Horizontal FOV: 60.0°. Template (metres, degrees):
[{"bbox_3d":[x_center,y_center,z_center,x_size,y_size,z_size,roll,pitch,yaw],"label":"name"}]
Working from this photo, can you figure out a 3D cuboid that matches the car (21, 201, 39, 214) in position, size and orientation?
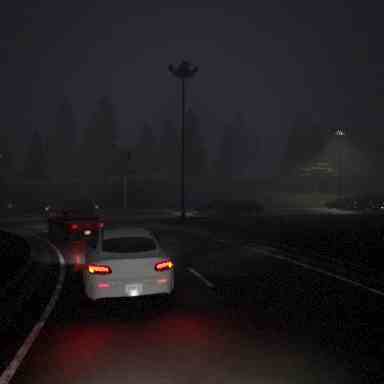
[{"bbox_3d":[-16.236,1.580,34.576,4.181,1.385,1.994,0,0,-14],"label":"car"}]

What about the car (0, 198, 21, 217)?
[{"bbox_3d":[-18.638,1.366,30.396,4.553,1.767,2.097,0,0,-14],"label":"car"}]

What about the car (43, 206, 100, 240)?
[{"bbox_3d":[-6.153,1.609,17.385,1.895,1.301,4.718,0,0,-35],"label":"car"}]

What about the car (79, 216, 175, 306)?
[{"bbox_3d":[-1.650,1.529,8.089,1.812,1.442,4.674,0,0,-16],"label":"car"}]

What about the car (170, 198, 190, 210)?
[{"bbox_3d":[-0.255,1.496,42.038,5.008,1.535,1.882,0,0,-14],"label":"car"}]

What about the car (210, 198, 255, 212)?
[{"bbox_3d":[4.827,1.495,39.666,5.008,1.535,1.882,0,0,-14],"label":"car"}]

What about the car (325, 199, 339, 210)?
[{"bbox_3d":[19.686,1.544,43.239,4.674,1.442,1.812,0,0,-14],"label":"car"}]

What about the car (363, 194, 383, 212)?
[{"bbox_3d":[22.365,1.236,36.700,5.566,2.045,2.150,0,0,-14],"label":"car"}]

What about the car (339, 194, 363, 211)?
[{"bbox_3d":[21.141,1.238,40.005,5.566,2.045,2.150,0,0,-14],"label":"car"}]

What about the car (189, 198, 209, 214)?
[{"bbox_3d":[2.573,1.521,35.520,4.892,1.490,1.837,0,0,-14],"label":"car"}]

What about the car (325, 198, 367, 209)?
[{"bbox_3d":[21.968,1.567,47.406,5.357,1.411,2.033,0,0,-14],"label":"car"}]

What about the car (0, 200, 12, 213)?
[{"bbox_3d":[-22.401,1.581,36.688,4.181,1.385,1.994,0,0,-14],"label":"car"}]

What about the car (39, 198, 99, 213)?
[{"bbox_3d":[-10.333,1.364,28.801,4.553,1.767,2.097,0,0,-14],"label":"car"}]

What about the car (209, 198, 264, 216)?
[{"bbox_3d":[4.579,1.504,32.405,4.902,1.511,2.128,0,0,-14],"label":"car"}]
